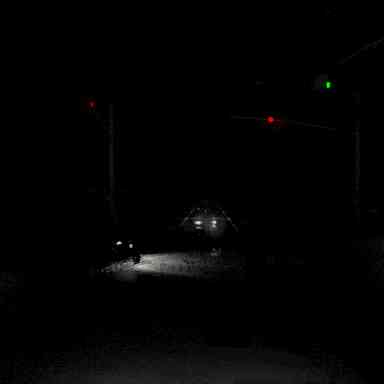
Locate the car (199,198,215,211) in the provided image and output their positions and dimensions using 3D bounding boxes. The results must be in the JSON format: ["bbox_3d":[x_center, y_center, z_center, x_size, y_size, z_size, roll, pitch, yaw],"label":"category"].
[{"bbox_3d":[1.792,1.470,40.684,1.837,1.490,4.892,0,0,3],"label":"car"}]

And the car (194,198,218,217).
[{"bbox_3d":[1.361,1.491,31.529,1.812,1.442,4.674,0,0,3],"label":"car"}]

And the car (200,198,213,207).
[{"bbox_3d":[2.285,1.566,50.821,1.895,1.301,4.718,0,0,3],"label":"car"}]

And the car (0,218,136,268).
[{"bbox_3d":[-3.975,1.565,10.774,4.181,1.385,1.994,0,0,2],"label":"car"}]
